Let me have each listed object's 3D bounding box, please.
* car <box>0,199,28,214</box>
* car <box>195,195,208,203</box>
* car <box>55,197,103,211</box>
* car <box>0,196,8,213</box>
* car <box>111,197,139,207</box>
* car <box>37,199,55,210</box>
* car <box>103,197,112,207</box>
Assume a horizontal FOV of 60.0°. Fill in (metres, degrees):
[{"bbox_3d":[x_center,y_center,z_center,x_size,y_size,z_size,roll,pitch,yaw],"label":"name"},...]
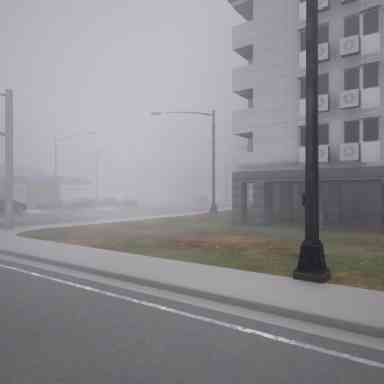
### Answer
[{"bbox_3d":[-19.362,1.478,33.714,1.882,1.535,5.008,0,0,36],"label":"car"},{"bbox_3d":[2.026,1.353,69.982,2.097,1.767,4.553,0,0,-8],"label":"car"},{"bbox_3d":[-14.061,1.492,41.573,2.128,1.511,4.902,0,0,30],"label":"car"},{"bbox_3d":[-22.484,1.352,35.376,2.097,1.767,4.553,0,0,36],"label":"car"},{"bbox_3d":[-9.930,1.601,50.862,1.895,1.301,4.718,0,0,16],"label":"car"},{"bbox_3d":[-17.577,1.564,42.491,1.994,1.385,4.181,0,0,31],"label":"car"},{"bbox_3d":[-13.356,1.478,51.663,1.882,1.535,5.008,0,0,16],"label":"car"}]
